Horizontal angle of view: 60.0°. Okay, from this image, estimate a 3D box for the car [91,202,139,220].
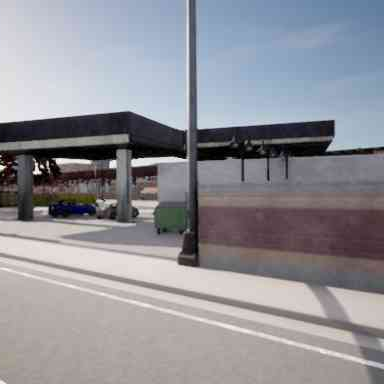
[{"bbox_3d":[-6.646,1.666,30.029,1.970,1.475,3.806,-1,0,37],"label":"car"}]

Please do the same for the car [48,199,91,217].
[{"bbox_3d":[-11.722,1.558,32.828,2.242,1.667,4.611,-1,0,37],"label":"car"}]
